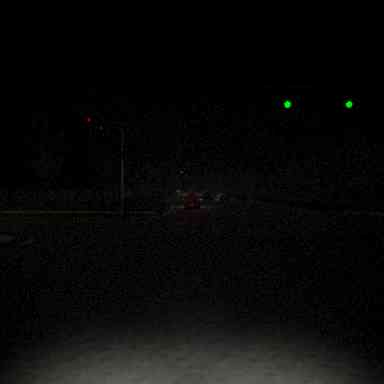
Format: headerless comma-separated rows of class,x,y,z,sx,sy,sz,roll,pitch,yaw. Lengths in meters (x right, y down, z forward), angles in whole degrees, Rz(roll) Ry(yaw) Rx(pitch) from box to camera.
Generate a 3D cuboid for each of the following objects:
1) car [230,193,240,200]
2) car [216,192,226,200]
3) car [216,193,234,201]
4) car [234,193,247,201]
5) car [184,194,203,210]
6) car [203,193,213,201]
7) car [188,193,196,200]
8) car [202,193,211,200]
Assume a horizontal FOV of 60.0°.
car,10.482,1.080,81.216,1.812,1.442,4.674,0,0,0
car,6.982,0.911,81.185,2.097,1.767,4.553,0,0,0
car,6.984,1.206,70.796,2.128,1.511,4.902,0,0,0
car,10.484,1.159,70.797,1.882,1.535,5.008,0,0,0
car,-0.009,1.303,40.186,1.882,1.535,5.008,0,0,0
car,3.484,1.181,70.795,1.837,1.490,4.892,0,0,0
car,-0.018,1.056,81.214,1.837,1.490,4.892,0,0,0
car,3.482,1.056,81.214,1.837,1.490,4.892,0,0,0
